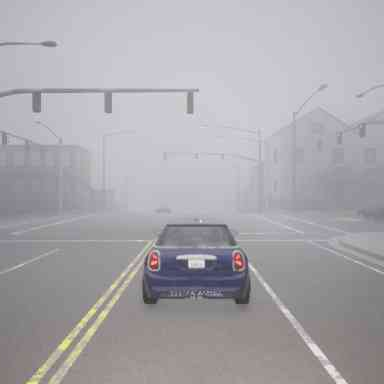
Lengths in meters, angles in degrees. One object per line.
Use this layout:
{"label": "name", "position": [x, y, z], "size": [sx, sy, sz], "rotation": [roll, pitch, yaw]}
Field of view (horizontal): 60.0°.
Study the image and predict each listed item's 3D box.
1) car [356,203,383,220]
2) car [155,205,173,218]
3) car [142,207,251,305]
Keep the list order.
{"label": "car", "position": [16.640, 1.547, 27.622], "size": [5.357, 1.411, 2.033], "rotation": [0, 0, -1]}
{"label": "car", "position": [-3.539, 2.570, 42.529], "size": [1.895, 1.301, 4.718], "rotation": [0, -8, 0]}
{"label": "car", "position": [0.098, 1.351, 8.274], "size": [2.097, 1.767, 4.553], "rotation": [0, 0, 0]}
